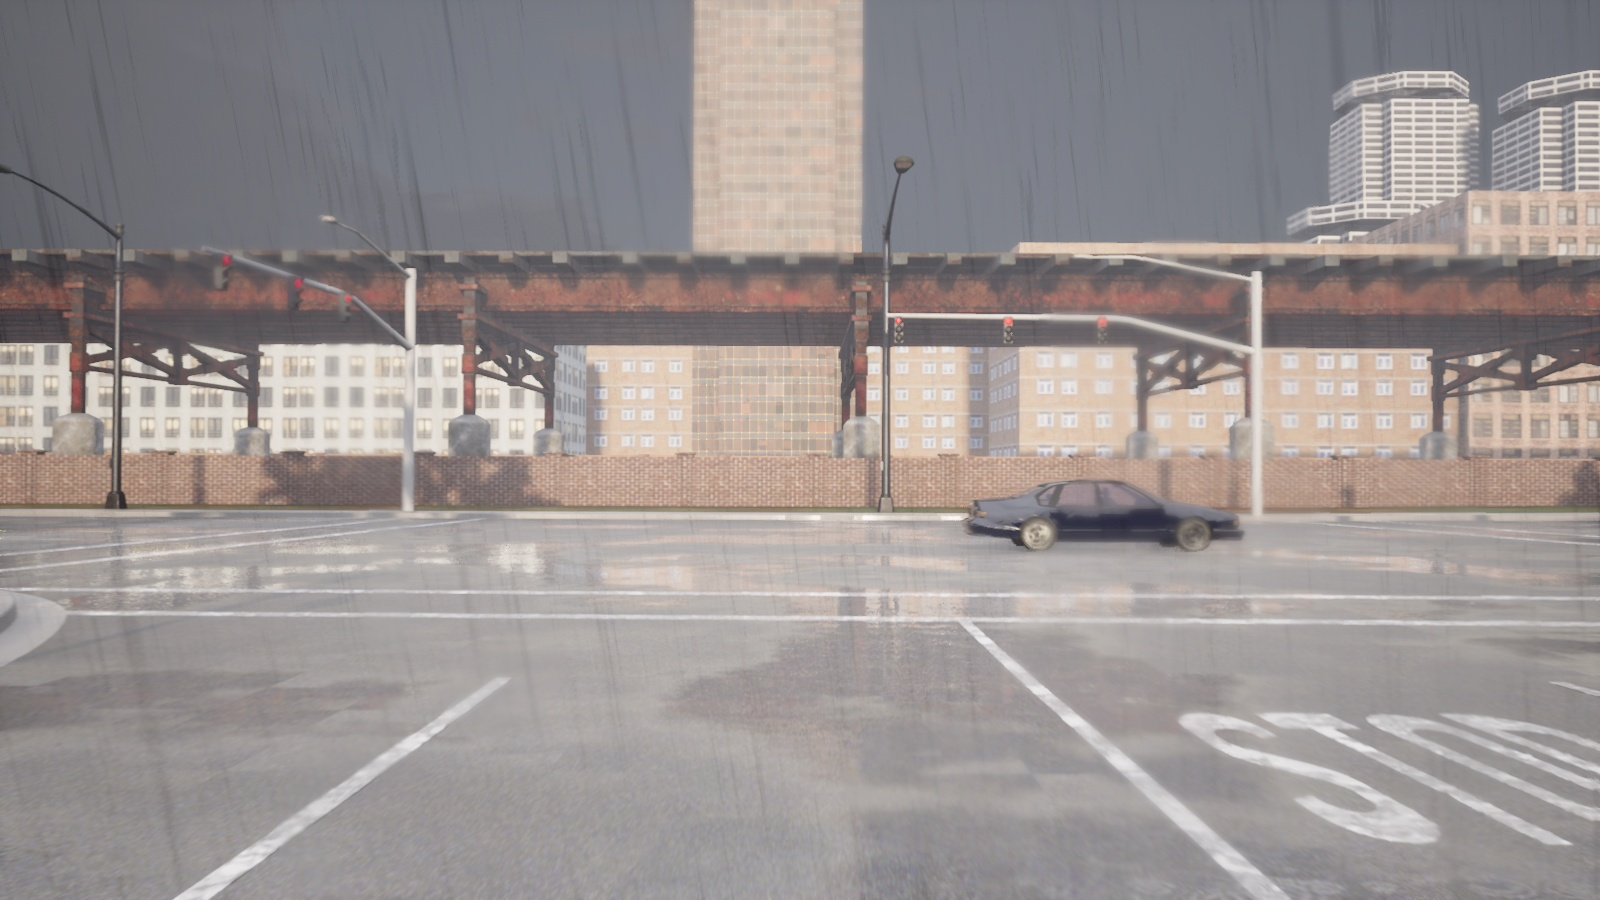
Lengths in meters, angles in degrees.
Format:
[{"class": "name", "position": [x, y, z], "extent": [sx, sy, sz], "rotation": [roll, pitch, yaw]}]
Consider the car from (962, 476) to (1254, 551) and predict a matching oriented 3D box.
[{"class": "car", "position": [6.035, 1.240, 25.115], "extent": [5.357, 1.411, 2.033], "rotation": [0, -1, 1]}]
